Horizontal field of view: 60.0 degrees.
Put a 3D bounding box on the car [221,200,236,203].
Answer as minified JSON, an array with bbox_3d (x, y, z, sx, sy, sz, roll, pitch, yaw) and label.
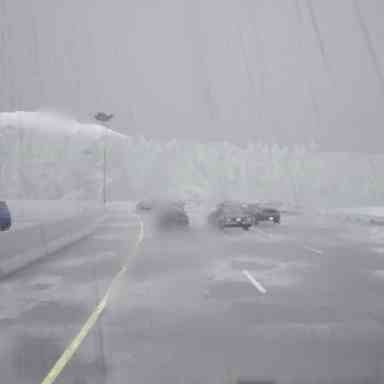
[{"bbox_3d":[4.902,1.768,44.467,2.033,1.411,5.357,-1,0,-18],"label":"car"}]

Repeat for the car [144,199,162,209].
[{"bbox_3d":[-6.591,1.952,55.885,1.837,1.490,4.892,0,0,-21],"label":"car"}]

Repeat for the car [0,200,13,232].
[{"bbox_3d":[-11.504,1.485,17.496,2.150,2.045,5.566,-1,-1,-7],"label":"car"}]

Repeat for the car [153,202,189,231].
[{"bbox_3d":[-1.355,1.664,21.706,1.837,1.490,4.892,0,0,-8],"label":"car"}]

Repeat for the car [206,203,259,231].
[{"bbox_3d":[2.281,1.655,21.433,2.033,1.411,5.357,-1,0,-9],"label":"car"}]

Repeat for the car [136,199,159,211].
[{"bbox_3d":[-6.552,1.932,46.395,2.033,1.411,5.357,-1,0,-20],"label":"car"}]

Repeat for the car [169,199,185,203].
[{"bbox_3d":[-2.676,1.883,55.359,2.128,1.511,4.902,0,0,-20],"label":"car"}]

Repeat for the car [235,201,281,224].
[{"bbox_3d":[5.106,1.602,25.358,1.837,1.490,4.892,0,0,-9],"label":"car"}]
